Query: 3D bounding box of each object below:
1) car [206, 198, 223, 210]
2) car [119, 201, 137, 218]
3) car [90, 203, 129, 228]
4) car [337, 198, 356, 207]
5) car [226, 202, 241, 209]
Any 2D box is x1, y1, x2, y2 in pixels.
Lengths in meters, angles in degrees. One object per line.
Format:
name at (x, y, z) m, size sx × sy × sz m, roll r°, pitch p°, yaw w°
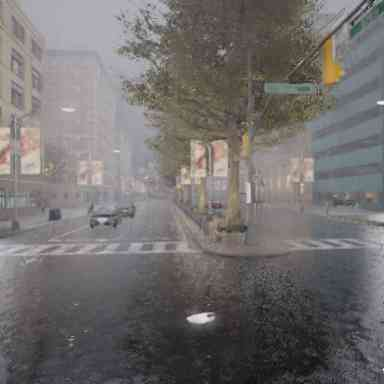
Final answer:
car at (3.450, 1.968, 50.700) m, size 1.882 × 1.535 × 5.008 m, roll -1°, pitch 0°, yaw -4°
car at (-6.981, 1.790, 34.806) m, size 2.097 × 1.767 × 4.553 m, roll -1°, pitch -1°, yaw -4°
car at (-6.274, 1.821, 24.986) m, size 2.128 × 1.511 × 4.902 m, roll -1°, pitch -1°, yaw -4°
car at (25.916, 1.721, 56.179) m, size 2.161 × 1.482 × 4.786 m, roll -1°, pitch -1°, yaw -4°
car at (6.759, 1.989, 54.732) m, size 2.128 × 1.511 × 4.902 m, roll -1°, pitch -1°, yaw -5°
